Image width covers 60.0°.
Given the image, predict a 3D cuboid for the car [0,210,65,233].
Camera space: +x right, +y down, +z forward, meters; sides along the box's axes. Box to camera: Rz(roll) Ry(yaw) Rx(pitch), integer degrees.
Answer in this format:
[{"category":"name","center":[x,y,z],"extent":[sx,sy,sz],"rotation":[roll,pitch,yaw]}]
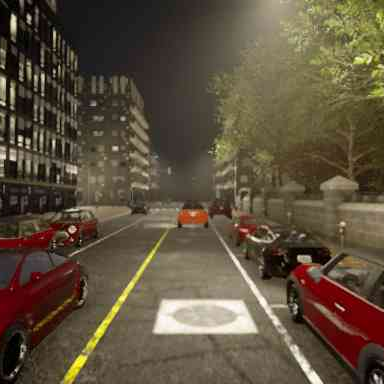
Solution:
[{"category":"car","center":[-5.694,1.524,10.068],"extent":[1.967,1.590,4.097],"rotation":[1,0,0]}]

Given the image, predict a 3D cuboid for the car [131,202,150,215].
[{"category":"car","center":[-5.729,1.843,37.437],"extent":[2.008,1.369,4.403],"rotation":[1,0,0]}]

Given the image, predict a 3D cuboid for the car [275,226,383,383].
[{"category":"car","center":[2.694,1.479,4.573],"extent":[1.967,1.590,4.097],"rotation":[1,0,0]}]

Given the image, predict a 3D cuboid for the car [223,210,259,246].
[{"category":"car","center":[2.678,1.709,15.529],"extent":[1.802,1.307,4.206],"rotation":[1,0,0]}]

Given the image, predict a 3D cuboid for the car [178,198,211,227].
[{"category":"car","center":[0.070,1.549,24.457],"extent":[2.097,1.767,4.553],"rotation":[0,0,0]}]

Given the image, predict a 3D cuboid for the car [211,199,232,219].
[{"category":"car","center":[2.660,1.567,31.967],"extent":[2.192,1.841,5.009],"rotation":[1,0,0]}]

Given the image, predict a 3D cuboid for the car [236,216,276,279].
[{"category":"car","center":[2.686,1.650,10.052],"extent":[1.947,1.339,4.313],"rotation":[1,0,0]}]

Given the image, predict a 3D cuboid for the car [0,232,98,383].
[{"category":"car","center":[-3.108,1.608,5.214],"extent":[1.994,1.385,4.181],"rotation":[0,0,0]}]

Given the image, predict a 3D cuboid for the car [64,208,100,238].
[{"category":"car","center":[-5.701,1.567,15.542],"extent":[1.967,1.590,4.097],"rotation":[1,0,0]}]

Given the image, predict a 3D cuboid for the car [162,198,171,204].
[{"category":"car","center":[-5.776,1.988,75.381],"extent":[1.967,1.590,4.097],"rotation":[1,0,0]}]
